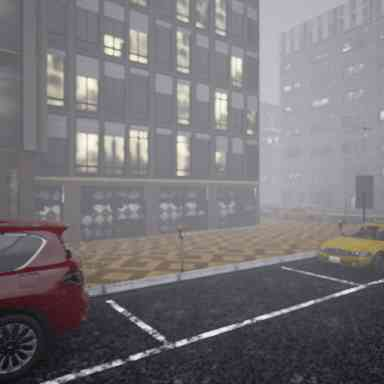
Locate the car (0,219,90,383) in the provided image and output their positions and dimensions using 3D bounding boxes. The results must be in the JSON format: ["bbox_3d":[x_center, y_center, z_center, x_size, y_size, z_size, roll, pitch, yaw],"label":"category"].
[{"bbox_3d":[-3.770,1.310,3.883,5.009,1.841,2.192,0,-1,-35],"label":"car"}]

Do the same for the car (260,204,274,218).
[{"bbox_3d":[7.035,2.148,36.327,1.947,1.339,4.313,-1,0,-36],"label":"car"}]

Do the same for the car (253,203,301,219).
[{"bbox_3d":[9.470,2.056,37.410,2.128,1.511,4.902,0,-1,-36],"label":"car"}]

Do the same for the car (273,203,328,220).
[{"bbox_3d":[10.479,2.011,31.633,1.752,1.417,4.829,-1,0,-36],"label":"car"}]

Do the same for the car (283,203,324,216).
[{"bbox_3d":[13.790,2.107,41.286,2.008,1.369,4.403,-1,0,-36],"label":"car"}]

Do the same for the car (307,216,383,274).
[{"bbox_3d":[5.984,1.586,10.784,4.829,1.417,1.752,0,-1,-35],"label":"car"}]
